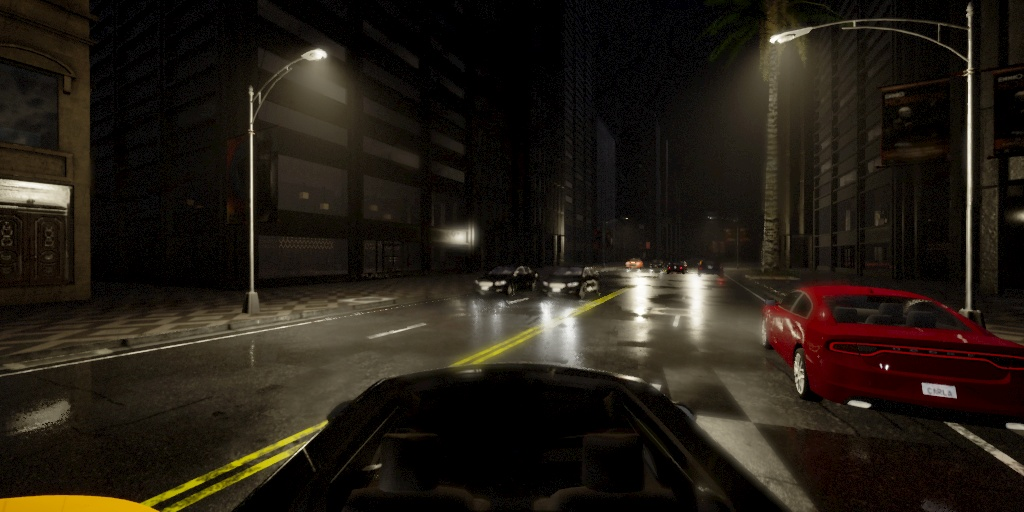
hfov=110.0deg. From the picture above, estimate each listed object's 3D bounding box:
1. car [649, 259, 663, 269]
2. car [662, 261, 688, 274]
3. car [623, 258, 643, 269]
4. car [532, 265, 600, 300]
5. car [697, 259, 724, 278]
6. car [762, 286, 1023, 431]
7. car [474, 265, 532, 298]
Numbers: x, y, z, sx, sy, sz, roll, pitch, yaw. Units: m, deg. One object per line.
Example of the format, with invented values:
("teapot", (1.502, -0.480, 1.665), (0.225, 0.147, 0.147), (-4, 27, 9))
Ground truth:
("car", (22.708, 1.293, 56.084), (1.837, 1.490, 4.892), (0, -1, 28))
("car", (18.673, 1.317, 40.771), (2.033, 1.411, 5.357), (0, 0, 27))
("car", (19.416, 1.136, 56.794), (2.097, 1.767, 4.553), (0, 0, 27))
("car", (3.112, 1.244, 18.105), (2.128, 1.511, 4.902), (0, 0, 27))
("car", (19.310, 1.118, 34.948), (2.097, 1.767, 4.553), (0, 0, 27))
("car", (5.517, 1.228, 5.880), (1.882, 1.535, 5.008), (0, 0, 27))
("car", (-0.129, 1.244, 18.910), (2.128, 1.511, 4.902), (0, 0, 27))
